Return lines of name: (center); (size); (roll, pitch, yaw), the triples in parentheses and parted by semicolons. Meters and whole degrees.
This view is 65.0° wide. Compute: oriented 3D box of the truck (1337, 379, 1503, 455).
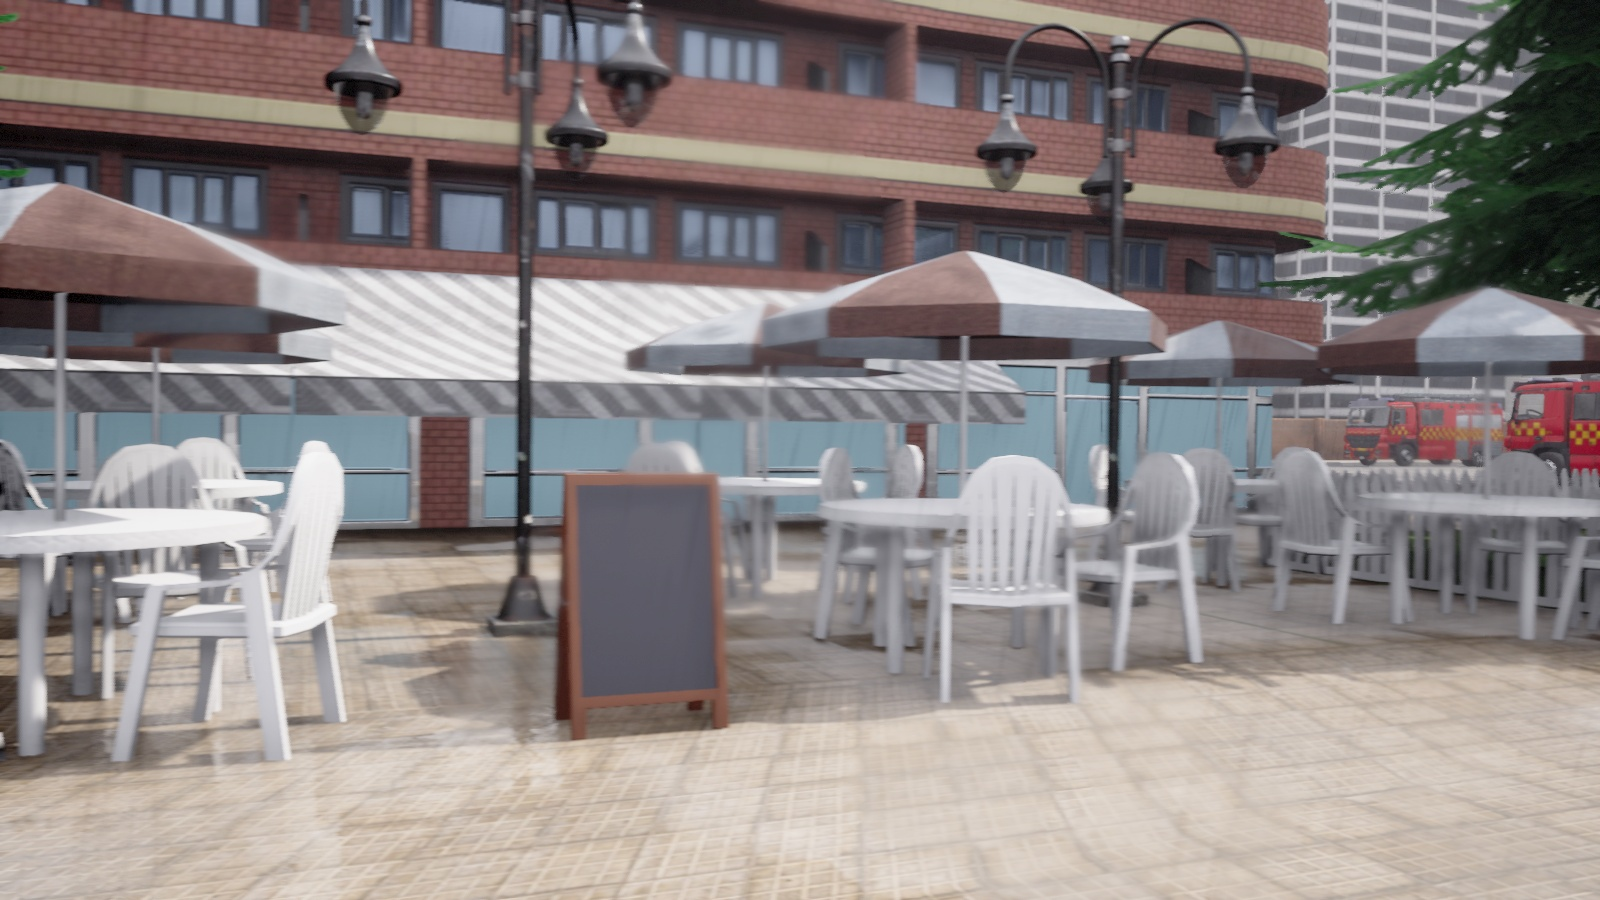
truck: (32.821, -1.746, 66.433); (8.468, 3.827, 2.891); (-1, 1, -21)

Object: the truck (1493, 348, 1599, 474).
truck: (25.887, -1.214, 38.291); (2.891, 3.827, 8.468); (-1, 1, -21)
